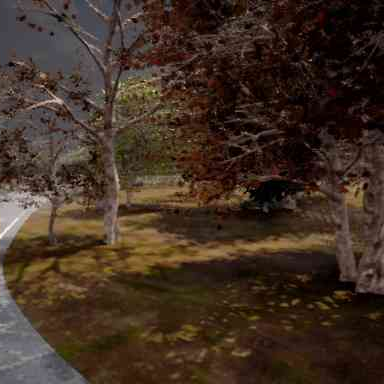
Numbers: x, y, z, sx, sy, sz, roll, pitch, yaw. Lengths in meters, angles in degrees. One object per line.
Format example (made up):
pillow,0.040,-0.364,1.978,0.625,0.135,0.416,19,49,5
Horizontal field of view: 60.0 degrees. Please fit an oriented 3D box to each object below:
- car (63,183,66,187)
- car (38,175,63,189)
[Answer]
car,-21.714,-1.643,54.604,1.882,1.535,5.008,0,4,-17
car,-19.105,-1.220,44.470,2.150,2.045,5.566,0,4,-14
